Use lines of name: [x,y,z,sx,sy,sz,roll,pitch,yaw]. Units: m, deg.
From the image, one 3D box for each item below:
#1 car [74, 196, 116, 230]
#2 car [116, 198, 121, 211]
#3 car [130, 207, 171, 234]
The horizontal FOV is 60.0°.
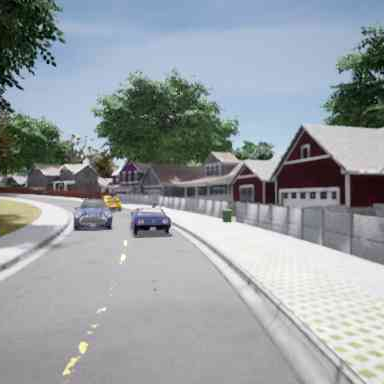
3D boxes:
car: [-5.978,1.231,20.244,2.097,1.767,4.553,0,0,-16]
car: [-9.161,1.185,36.386,1.882,1.535,5.008,0,0,-27]
car: [-2.461,1.505,18.609,1.895,1.301,4.718,0,0,-14]
